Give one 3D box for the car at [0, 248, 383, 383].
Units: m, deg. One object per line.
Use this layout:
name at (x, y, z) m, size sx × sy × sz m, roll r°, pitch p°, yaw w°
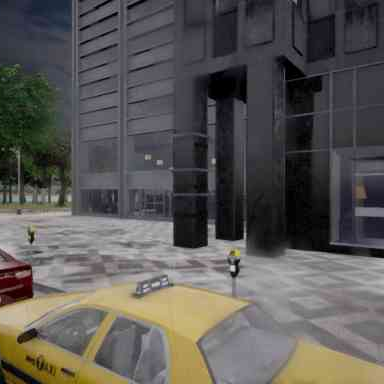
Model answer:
car at (-0.591, 1.525, 3.384) m, size 4.829 × 1.417 × 1.752 m, roll 0°, pitch 0°, yaw 36°
